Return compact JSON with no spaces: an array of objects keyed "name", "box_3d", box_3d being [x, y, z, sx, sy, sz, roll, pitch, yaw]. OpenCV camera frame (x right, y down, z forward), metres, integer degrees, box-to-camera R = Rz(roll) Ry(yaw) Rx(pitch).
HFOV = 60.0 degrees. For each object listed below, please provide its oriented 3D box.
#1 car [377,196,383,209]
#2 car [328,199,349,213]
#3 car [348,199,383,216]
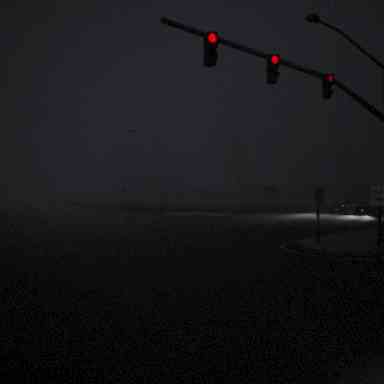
[{"name":"car","box_3d":[24.152,1.241,39.534,4.892,1.490,1.837,0,0,-36]},{"name":"car","box_3d":[15.856,1.400,33.687,4.718,1.301,1.895,0,0,-35]},{"name":"car","box_3d":[16.269,1.375,29.702,4.181,1.385,1.994,0,0,-35]}]
